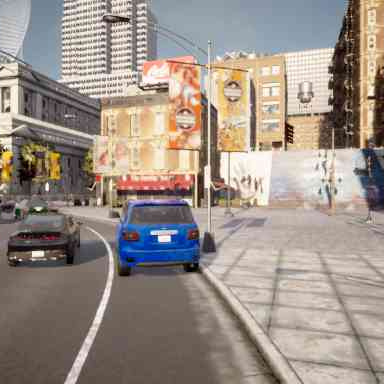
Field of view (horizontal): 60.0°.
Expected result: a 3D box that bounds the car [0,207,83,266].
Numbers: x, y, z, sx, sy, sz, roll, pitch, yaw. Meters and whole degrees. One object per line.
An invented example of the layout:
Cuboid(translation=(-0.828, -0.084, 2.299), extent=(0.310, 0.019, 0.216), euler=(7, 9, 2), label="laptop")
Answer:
Cuboid(translation=(-5.016, 1.499, 11.725), extent=(1.837, 1.490, 4.892), euler=(1, 0, -16), label="car")

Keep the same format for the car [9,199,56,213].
Cuboid(translation=(-12.936, 1.338, 26.830), extent=(2.097, 1.767, 4.553), euler=(0, 0, -38), label="car")

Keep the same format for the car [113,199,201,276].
Cuboid(translation=(-1.297, 1.218, 10.621), extent=(2.150, 2.045, 5.566), euler=(0, 0, -14), label="car")

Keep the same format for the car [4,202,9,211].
Cuboid(translation=(-20.128, 1.497, 38.354), extent=(4.674, 1.452, 2.002), euler=(0, 0, 37), label="car")

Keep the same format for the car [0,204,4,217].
Cuboid(translation=(-15.457, 1.584, 24.512), extent=(1.895, 1.301, 4.718), euler=(0, 0, -37), label="car")

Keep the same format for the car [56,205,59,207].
Cuboid(translation=(-15.682, 1.577, 34.738), extent=(1.895, 1.301, 4.718), euler=(0, 0, -43), label="car")
